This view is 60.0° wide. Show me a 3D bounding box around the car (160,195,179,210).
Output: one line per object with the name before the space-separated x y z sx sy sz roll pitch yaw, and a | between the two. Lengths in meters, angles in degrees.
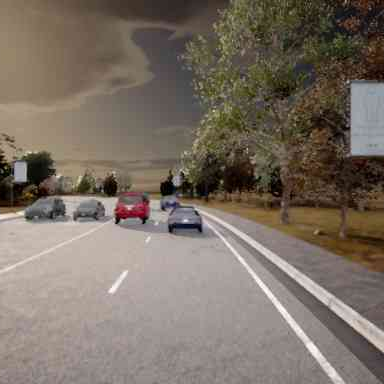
car | -2.721 1.216 39.966 2.097 1.767 4.553 0 0 -9

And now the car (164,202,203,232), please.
car | -0.473 1.512 19.965 1.994 1.385 4.181 0 0 -3

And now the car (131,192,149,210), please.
car | -6.771 1.071 42.852 2.150 2.045 5.566 0 0 -11

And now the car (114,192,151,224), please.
car | -4.322 1.151 24.596 2.150 2.045 5.566 0 0 -4

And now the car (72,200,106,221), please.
car | -8.179 1.425 26.752 1.837 1.490 4.892 0 0 -5

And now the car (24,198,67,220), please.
car | -11.706 1.269 26.854 2.097 1.767 4.553 0 0 -5
